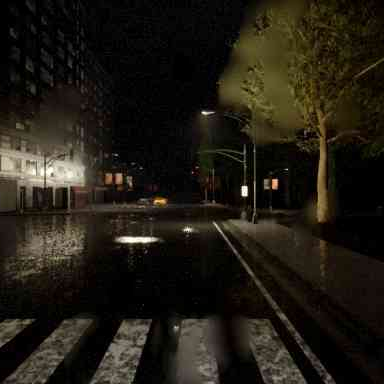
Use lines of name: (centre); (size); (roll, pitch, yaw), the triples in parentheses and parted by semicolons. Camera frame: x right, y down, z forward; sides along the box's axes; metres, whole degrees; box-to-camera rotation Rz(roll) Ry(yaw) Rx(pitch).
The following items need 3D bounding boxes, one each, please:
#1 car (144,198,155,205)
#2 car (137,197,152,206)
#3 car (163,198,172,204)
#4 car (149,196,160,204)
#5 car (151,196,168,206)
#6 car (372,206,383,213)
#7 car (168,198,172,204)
car: (-9.578, 2.133, 75.517); (1.994, 1.385, 4.181); (0, -1, 0)
car: (-9.601, 2.008, 65.649); (1.994, 1.385, 4.181); (0, -1, 0)
car: (-6.303, 2.264, 86.178); (1.812, 1.442, 4.674); (0, -1, 0)
car: (-9.553, 1.961, 85.923); (2.150, 2.045, 5.566); (0, -1, 0)
car: (-6.350, 1.926, 65.976); (1.882, 1.535, 5.008); (0, -1, 0)
car: (41.779, 3.912, 74.422); (4.892, 1.490, 1.837); (4, -3, -45)
car: (-6.327, 2.127, 75.976); (2.033, 1.411, 5.357); (0, -1, 0)
